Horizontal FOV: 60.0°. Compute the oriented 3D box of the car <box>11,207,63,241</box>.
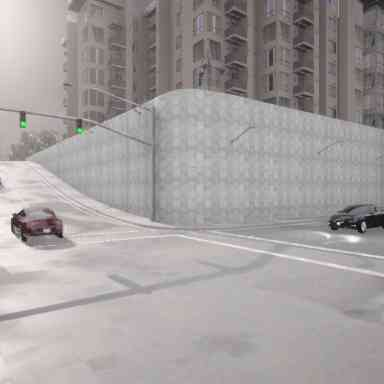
[{"bbox_3d":[-7.813,1.476,16.685,1.812,1.442,4.674,0,2,-36],"label":"car"}]

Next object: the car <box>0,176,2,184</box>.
[{"bbox_3d":[-22.643,-1.824,37.304,1.994,1.385,4.181,0,12,-36],"label":"car"}]

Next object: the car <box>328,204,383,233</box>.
[{"bbox_3d":[10.067,1.505,19.786,4.892,1.490,1.837,0,0,-36],"label":"car"}]
